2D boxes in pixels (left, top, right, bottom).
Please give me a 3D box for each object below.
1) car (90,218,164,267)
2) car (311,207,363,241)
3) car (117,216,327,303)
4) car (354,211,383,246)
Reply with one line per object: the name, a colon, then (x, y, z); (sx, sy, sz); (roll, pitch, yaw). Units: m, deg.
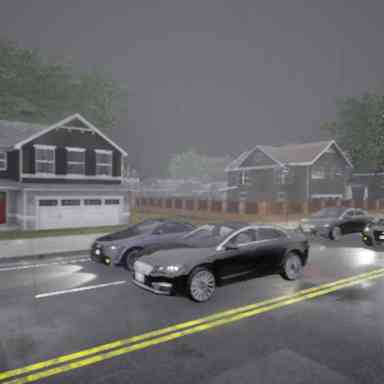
car: (-1.112, 1.573, 10.853); (4.181, 1.385, 1.994); (0, 0, -35)
car: (7.362, 1.520, 16.844); (4.902, 1.511, 2.128); (0, 0, -35)
car: (0.915, 1.501, 8.316); (4.902, 1.511, 2.128); (0, 0, -35)
car: (9.085, 1.592, 14.089); (4.181, 1.385, 1.994); (0, 0, -35)
